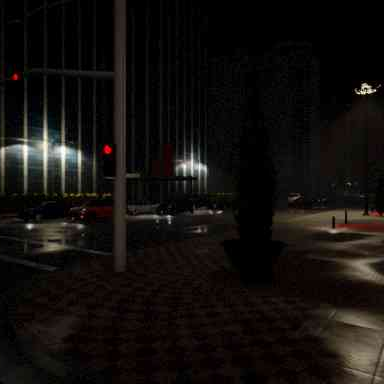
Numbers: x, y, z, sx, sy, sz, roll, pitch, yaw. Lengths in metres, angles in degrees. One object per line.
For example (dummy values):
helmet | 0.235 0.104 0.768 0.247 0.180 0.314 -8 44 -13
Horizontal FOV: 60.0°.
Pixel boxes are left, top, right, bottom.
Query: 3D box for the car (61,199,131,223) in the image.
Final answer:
car | -7.355 1.352 25.927 2.097 1.767 4.553 0 0 35

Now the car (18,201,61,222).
car | -11.190 1.478 26.550 1.882 1.535 5.008 0 0 35

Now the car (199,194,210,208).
car | 0.610 1.221 43.445 2.150 2.045 5.566 0 0 35

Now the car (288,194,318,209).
car | 15.332 1.478 45.879 1.882 1.535 5.008 0 0 35

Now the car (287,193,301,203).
car | 17.618 1.221 55.281 2.150 2.045 5.566 0 0 35

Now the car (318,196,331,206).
car | 21.294 1.352 54.431 2.097 1.767 4.553 0 0 35

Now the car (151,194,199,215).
car | -1.663 1.352 34.086 2.097 1.767 4.553 0 0 35

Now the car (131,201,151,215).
car | -5.525 1.601 34.674 1.895 1.301 4.718 0 0 35

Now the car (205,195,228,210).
car | 4.179 1.492 42.442 2.128 1.511 4.902 0 0 35
